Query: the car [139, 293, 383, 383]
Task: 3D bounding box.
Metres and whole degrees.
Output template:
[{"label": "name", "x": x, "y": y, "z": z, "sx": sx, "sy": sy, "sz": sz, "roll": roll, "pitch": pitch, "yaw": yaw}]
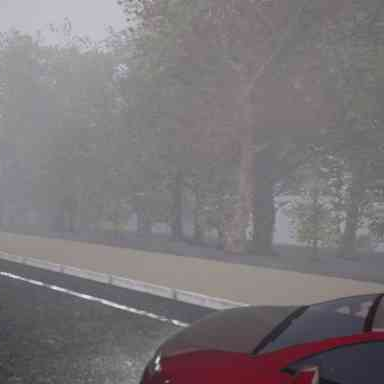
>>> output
[{"label": "car", "x": 1.556, "y": 1.564, "z": 2.574, "sx": 4.181, "sy": 1.385, "sz": 1.994, "roll": 0, "pitch": 0, "yaw": 35}]
